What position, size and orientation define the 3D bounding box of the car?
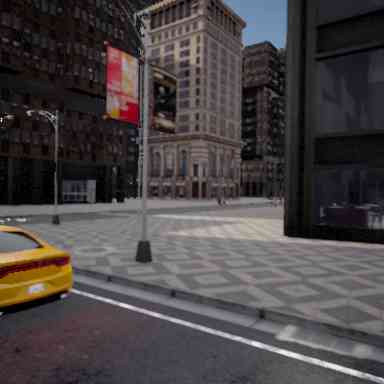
[{"bbox_3d":[-4.589,1.429,6.949,5.008,1.535,1.882,0,0,35],"label":"car"}]
